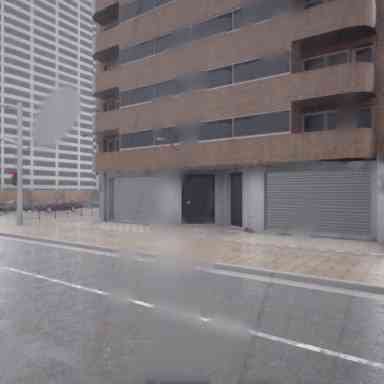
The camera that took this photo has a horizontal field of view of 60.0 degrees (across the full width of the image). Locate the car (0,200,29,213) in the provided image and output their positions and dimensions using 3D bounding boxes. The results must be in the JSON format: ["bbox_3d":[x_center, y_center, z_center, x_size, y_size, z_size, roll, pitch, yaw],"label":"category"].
[{"bbox_3d":[-19.538,1.547,37.414,2.033,1.411,5.357,0,0,35],"label":"car"}]

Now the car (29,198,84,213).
[{"bbox_3d":[-15.167,1.477,37.575,1.882,1.535,5.008,0,0,35],"label":"car"}]

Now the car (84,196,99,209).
[{"bbox_3d":[-13.844,1.563,45.614,1.994,1.385,4.181,0,0,35],"label":"car"}]
